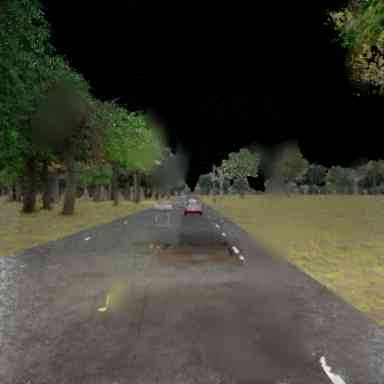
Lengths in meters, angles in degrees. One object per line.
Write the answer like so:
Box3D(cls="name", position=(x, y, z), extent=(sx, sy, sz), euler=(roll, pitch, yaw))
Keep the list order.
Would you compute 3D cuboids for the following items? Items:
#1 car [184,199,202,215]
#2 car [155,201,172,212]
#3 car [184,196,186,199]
Box3D(cls="car", position=(0.126, 1.783, 37.225), extent=(1.994, 1.385, 4.181), euler=(0, 0, 0))
Box3D(cls="car", position=(-3.564, 1.849, 42.132), extent=(1.895, 1.301, 4.718), euler=(0, 0, 0))
Box3D(cls="car", position=(0.127, 1.773, 50.017), extent=(1.882, 1.535, 5.008), euler=(0, 0, 0))
